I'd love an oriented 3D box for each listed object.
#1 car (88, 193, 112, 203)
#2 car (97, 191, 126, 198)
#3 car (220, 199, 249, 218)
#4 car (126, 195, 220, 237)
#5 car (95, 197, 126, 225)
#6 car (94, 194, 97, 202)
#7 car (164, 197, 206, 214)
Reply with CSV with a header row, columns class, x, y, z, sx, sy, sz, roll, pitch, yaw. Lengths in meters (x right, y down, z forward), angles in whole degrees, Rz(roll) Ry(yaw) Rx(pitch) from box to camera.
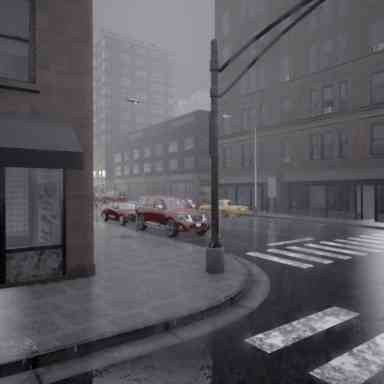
class,x,y,z,sx,sy,sz,roll,pitch,yaw
car,-13.549,0.883,48.717,2.008,1.369,4.403,1,0,-36
car,-10.333,0.717,44.274,2.192,1.841,5.009,1,0,-36
car,2.419,1.222,26.648,1.752,1.417,4.829,1,0,-36
car,-1.175,1.138,17.079,2.192,1.841,5.009,1,0,-36
car,-4.393,1.288,21.520,1.887,1.381,4.507,1,0,-36
car,-14.228,0.882,45.174,1.837,1.490,4.892,0,1,-35
car,-0.695,1.203,30.952,1.802,1.307,4.206,1,0,-36
